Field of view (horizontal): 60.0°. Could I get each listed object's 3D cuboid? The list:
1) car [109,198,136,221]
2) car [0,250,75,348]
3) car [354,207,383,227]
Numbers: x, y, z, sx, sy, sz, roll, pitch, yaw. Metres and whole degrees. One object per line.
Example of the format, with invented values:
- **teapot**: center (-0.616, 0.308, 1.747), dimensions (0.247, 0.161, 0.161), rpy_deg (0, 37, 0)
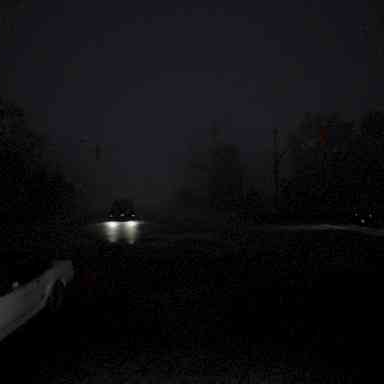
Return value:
- **car**: center (-6.511, 1.605, 31.449), dimensions (2.150, 2.045, 5.566), rpy_deg (-1, 1, -10)
- **car**: center (-3.491, 1.694, 5.089), dimensions (1.895, 1.301, 4.718), rpy_deg (-1, 0, -1)
- **car**: center (13.877, 1.709, 23.149), dimensions (4.718, 1.301, 1.895), rpy_deg (1, -1, -9)
